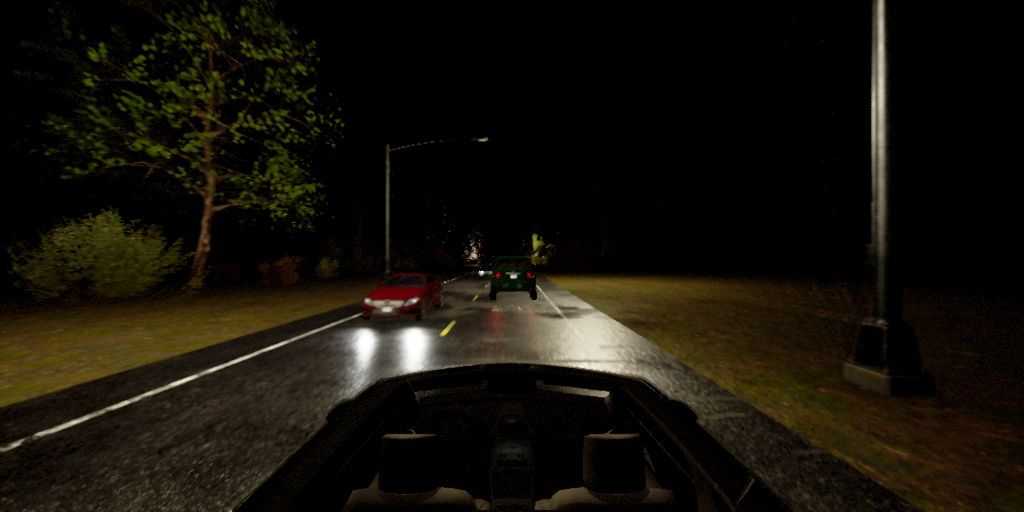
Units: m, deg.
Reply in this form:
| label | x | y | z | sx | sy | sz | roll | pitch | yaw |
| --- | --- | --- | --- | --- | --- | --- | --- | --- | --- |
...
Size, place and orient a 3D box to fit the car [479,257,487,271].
| label | x | y | z | sx | sy | sz | roll | pitch | yaw |
| --- | --- | --- | --- | --- | --- | --- | --- | --- | --- |
| car | -3.600 | 1.206 | 54.016 | 2.150 | 2.045 | 5.566 | 0 | 0 | 1 |

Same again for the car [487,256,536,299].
| label | x | y | z | sx | sy | sz | roll | pitch | yaw |
| --- | --- | --- | --- | --- | --- | --- | --- | --- | --- |
| car | 0.066 | 1.020 | 18.618 | 2.150 | 2.045 | 5.566 | 0 | 0 | 0 |

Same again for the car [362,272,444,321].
| label | x | y | z | sx | sy | sz | roll | pitch | yaw |
| --- | --- | --- | --- | --- | --- | --- | --- | --- | --- |
| car | -3.626 | 1.305 | 12.724 | 1.812 | 1.442 | 4.674 | 0 | 0 | 0 |
